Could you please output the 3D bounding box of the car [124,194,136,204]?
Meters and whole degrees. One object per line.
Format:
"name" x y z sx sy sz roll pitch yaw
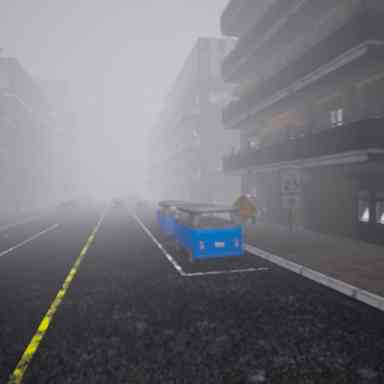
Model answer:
"car" -13.421 1.480 71.633 2.192 1.841 5.009 -2 0 -13

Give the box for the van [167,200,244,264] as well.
"van" 0.386 1.315 11.576 1.690 1.788 3.998 -2 0 -13

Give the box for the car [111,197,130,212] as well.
"car" -8.966 1.645 40.742 1.812 1.442 4.674 -1 0 -13

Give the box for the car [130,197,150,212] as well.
"car" -5.881 1.642 38.876 1.802 1.307 4.206 -2 0 -13

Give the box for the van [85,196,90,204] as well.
"van" -17.794 1.622 53.411 1.690 1.788 3.998 -2 0 -13

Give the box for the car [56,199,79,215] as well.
"car" -14.021 1.810 37.034 1.802 1.307 4.206 -2 0 -13

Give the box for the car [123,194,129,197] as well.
"car" -11.258 1.503 50.759 2.097 1.767 4.553 -1 0 -14

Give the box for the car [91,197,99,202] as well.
"car" -26.604 1.987 91.622 1.802 1.307 4.206 -2 0 -13

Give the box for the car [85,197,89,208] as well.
"car" -16.532 1.814 47.953 2.008 1.369 4.403 -2 0 -13

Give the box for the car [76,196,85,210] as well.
"car" -15.281 1.686 42.493 1.967 1.590 4.097 -2 0 -13

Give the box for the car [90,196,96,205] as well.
"car" -20.328 1.631 64.325 2.192 1.841 5.009 -2 0 -13

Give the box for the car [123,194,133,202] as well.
"car" -15.931 1.515 82.552 2.192 1.841 5.009 -2 0 -13

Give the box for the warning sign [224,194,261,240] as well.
"warning sign" 2.176 1.048 14.490 1.300 1.860 1.060 0 1 -13

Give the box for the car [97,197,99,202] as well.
"car" -25.349 1.969 86.163 1.802 1.307 4.206 -2 0 -13

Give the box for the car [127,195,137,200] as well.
"car" -8.432 1.620 49.961 1.752 1.417 4.829 -2 0 -13

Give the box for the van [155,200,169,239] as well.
"van" -0.869 1.332 17.036 1.690 1.788 3.998 -2 0 -13
